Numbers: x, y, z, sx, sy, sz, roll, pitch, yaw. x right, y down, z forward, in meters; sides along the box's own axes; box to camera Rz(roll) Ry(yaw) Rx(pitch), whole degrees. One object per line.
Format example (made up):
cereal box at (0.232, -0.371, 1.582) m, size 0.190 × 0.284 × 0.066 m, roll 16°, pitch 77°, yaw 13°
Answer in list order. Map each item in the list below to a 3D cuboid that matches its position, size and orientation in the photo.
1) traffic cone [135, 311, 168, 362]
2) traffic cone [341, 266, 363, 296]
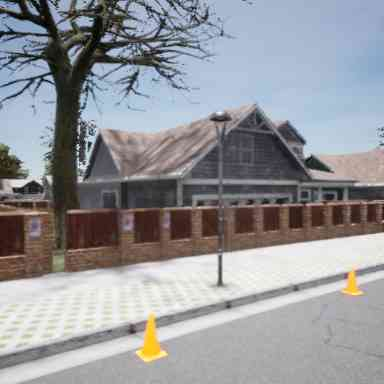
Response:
traffic cone at (-0.561, 1.952, 4.603) m, size 0.340 × 0.580 × 0.340 m, roll 0°, pitch 0°, yaw -35°
traffic cone at (3.593, 1.962, 7.458) m, size 0.340 × 0.580 × 0.340 m, roll 0°, pitch 0°, yaw -34°
